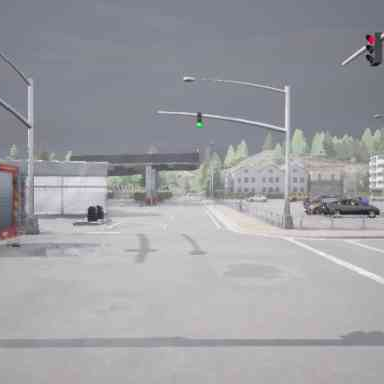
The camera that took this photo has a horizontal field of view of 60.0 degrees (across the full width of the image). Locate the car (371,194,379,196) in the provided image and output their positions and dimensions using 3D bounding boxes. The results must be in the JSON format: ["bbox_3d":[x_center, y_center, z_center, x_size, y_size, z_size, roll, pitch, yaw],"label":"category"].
[{"bbox_3d":[38.143,1.232,68.358,3.806,1.475,1.970,0,0,-1],"label":"car"}]

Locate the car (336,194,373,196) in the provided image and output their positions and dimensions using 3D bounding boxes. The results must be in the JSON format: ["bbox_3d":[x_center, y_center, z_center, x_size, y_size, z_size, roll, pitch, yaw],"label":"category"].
[{"bbox_3d":[20.504,1.319,42.510,3.633,1.501,1.845,0,0,-1],"label":"car"}]

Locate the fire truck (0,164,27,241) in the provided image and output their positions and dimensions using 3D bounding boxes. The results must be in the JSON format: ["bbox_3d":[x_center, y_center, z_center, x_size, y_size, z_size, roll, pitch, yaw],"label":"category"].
[{"bbox_3d":[-11.302,0.342,12.876,8.468,3.827,2.891,0,0,-1],"label":"fire truck"}]

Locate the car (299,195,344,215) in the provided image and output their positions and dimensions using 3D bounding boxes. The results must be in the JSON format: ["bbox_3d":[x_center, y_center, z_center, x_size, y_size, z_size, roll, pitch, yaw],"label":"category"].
[{"bbox_3d":[12.911,1.330,30.612,5.027,1.636,2.152,0,0,-1],"label":"car"}]

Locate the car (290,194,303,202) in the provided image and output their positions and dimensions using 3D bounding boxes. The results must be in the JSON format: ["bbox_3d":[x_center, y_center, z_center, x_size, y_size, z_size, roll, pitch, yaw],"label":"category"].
[{"bbox_3d":[21.105,1.097,64.964,4.605,1.855,1.932,0,0,-1],"label":"car"}]

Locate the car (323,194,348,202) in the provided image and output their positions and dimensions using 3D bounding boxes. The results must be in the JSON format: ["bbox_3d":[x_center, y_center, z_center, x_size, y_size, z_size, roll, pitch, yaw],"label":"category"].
[{"bbox_3d":[31.069,1.298,71.973,4.514,1.523,2.007,0,0,-1],"label":"car"}]

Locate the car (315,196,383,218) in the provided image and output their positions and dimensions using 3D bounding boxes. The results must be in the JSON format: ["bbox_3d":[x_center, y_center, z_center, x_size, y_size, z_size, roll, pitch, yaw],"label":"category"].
[{"bbox_3d":[12.984,1.339,27.476,4.514,1.523,2.007,0,0,-1],"label":"car"}]

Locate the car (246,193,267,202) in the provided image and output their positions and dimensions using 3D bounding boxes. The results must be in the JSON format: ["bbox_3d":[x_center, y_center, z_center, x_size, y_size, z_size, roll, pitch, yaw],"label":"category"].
[{"bbox_3d":[13.215,1.076,68.197,3.866,1.878,1.905,0,0,-1],"label":"car"}]

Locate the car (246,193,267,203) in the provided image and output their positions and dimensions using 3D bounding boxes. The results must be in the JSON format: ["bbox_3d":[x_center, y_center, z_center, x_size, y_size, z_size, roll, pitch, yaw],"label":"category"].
[{"bbox_3d":[12.627,1.361,64.868,3.806,1.475,1.970,0,0,-1],"label":"car"}]
